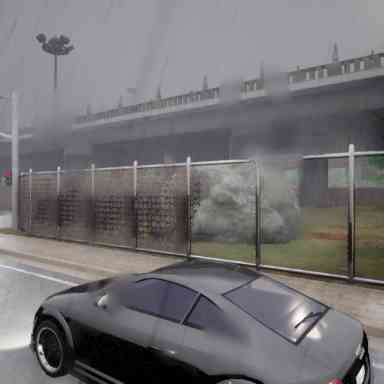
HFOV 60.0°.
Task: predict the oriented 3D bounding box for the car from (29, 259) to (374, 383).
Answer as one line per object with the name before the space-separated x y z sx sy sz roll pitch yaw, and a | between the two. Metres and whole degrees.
car | -0.146 1.564 4.094 4.181 1.385 1.994 0 0 36

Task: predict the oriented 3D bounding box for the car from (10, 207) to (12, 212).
car | -15.513 1.277 34.198 2.150 2.045 5.566 0 0 35
